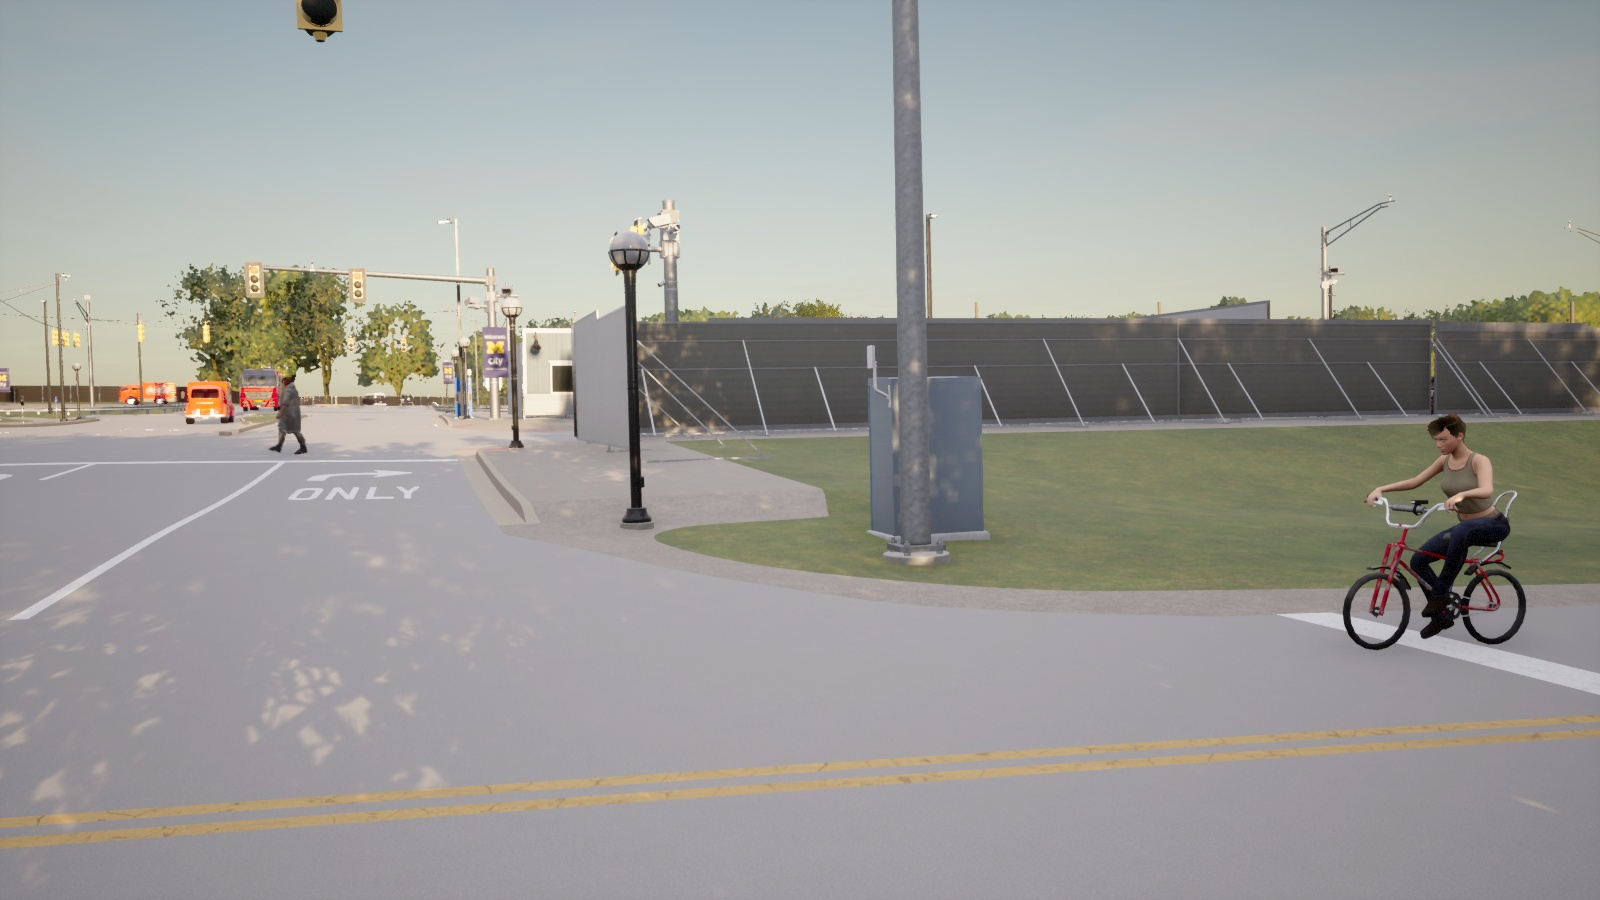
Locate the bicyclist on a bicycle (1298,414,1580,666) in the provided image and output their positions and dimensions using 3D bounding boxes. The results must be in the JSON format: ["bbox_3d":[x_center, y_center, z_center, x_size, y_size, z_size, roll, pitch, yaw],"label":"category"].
[{"bbox_3d":[4.373,0.568,8.649,1.509,1.612,0.866,0,1,-14],"label":"bicyclist on a bicycle"}]

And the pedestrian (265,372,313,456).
[{"bbox_3d":[-12.158,-0.855,29.886,0.873,1.952,0.659,-2,2,-10],"label":"pedestrian"}]

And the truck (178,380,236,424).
[{"bbox_3d":[-34.481,-2.821,73.152,2.627,2.467,5.204,-1,3,-21],"label":"truck"}]
